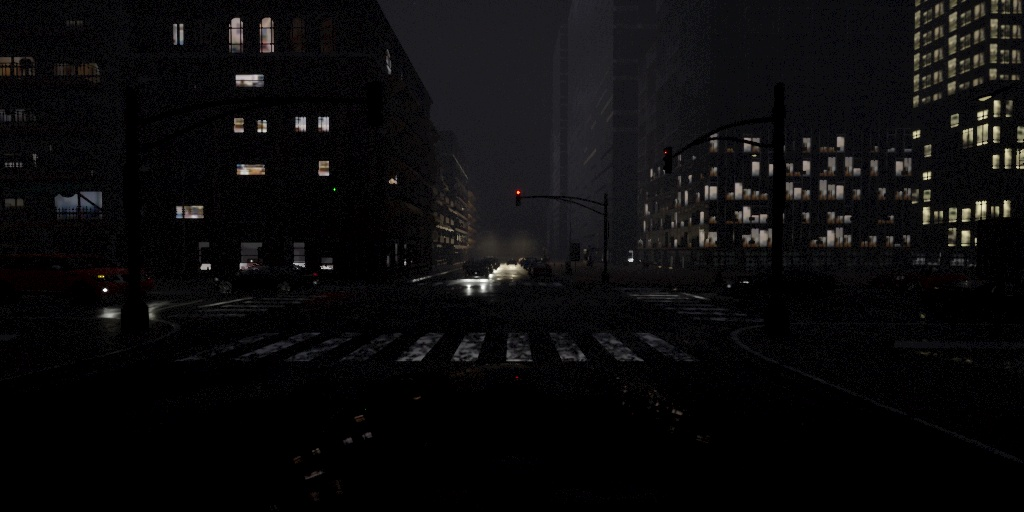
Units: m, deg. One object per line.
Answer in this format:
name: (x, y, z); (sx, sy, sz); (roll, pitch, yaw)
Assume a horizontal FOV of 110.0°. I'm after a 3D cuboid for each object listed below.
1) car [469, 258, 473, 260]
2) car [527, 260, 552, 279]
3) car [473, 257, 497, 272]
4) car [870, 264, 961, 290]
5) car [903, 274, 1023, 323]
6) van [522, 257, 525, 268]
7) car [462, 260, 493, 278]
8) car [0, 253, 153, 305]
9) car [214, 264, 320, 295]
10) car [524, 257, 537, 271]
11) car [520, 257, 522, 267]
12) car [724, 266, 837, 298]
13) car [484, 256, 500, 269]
car: (-5.729, 1.270, 49.375); (1.948, 1.339, 4.313); (0, 0, 0)
car: (2.632, 1.272, 32.477); (1.888, 1.381, 4.507); (0, 0, 0)
car: (-3.129, 1.220, 41.554); (1.837, 1.490, 4.892); (0, 0, 0)
car: (23.358, 1.230, 20.734); (4.097, 1.591, 1.967); (0, 0, 1)
car: (16.706, 1.445, 12.181); (4.403, 1.370, 2.007); (0, 0, 1)
van: (2.619, 1.045, 49.415); (1.690, 1.789, 3.998); (0, 0, 0)
car: (-3.115, 1.290, 32.816); (1.994, 1.385, 4.181); (0, 0, 0)
car: (-18.851, 0.911, 15.342); (5.566, 2.045, 2.150); (0, 1, 1)
car: (-12.549, 1.159, 18.473); (4.902, 1.511, 2.128); (0, 1, 1)
car: (2.628, 1.159, 38.123); (1.967, 1.591, 4.097); (0, 0, 0)
car: (2.614, 1.240, 55.061); (1.888, 1.381, 4.507); (0, 0, 0)
car: (13.458, 1.279, 18.130); (4.902, 1.511, 2.128); (0, 1, 1)
car: (-3.124, 1.054, 50.791); (2.097, 1.767, 4.553); (0, 0, 0)
